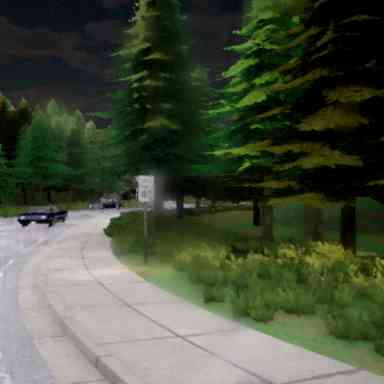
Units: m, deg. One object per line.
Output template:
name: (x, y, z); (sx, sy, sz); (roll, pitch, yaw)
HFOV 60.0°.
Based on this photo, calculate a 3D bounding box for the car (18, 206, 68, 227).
car: (-10.005, 1.608, 22.739); (1.895, 1.301, 4.718); (0, 0, -6)

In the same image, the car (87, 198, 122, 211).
car: (-10.521, 1.496, 40.210); (2.128, 1.511, 4.902); (0, 0, 26)
